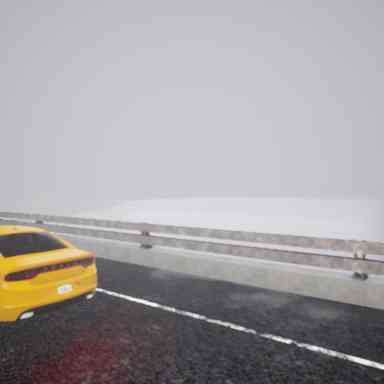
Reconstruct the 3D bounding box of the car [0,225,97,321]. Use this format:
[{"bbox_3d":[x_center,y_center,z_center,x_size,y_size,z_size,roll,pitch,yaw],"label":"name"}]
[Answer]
[{"bbox_3d":[-4.119,1.445,6.967,5.008,1.535,1.882,0,0,36],"label":"car"}]
